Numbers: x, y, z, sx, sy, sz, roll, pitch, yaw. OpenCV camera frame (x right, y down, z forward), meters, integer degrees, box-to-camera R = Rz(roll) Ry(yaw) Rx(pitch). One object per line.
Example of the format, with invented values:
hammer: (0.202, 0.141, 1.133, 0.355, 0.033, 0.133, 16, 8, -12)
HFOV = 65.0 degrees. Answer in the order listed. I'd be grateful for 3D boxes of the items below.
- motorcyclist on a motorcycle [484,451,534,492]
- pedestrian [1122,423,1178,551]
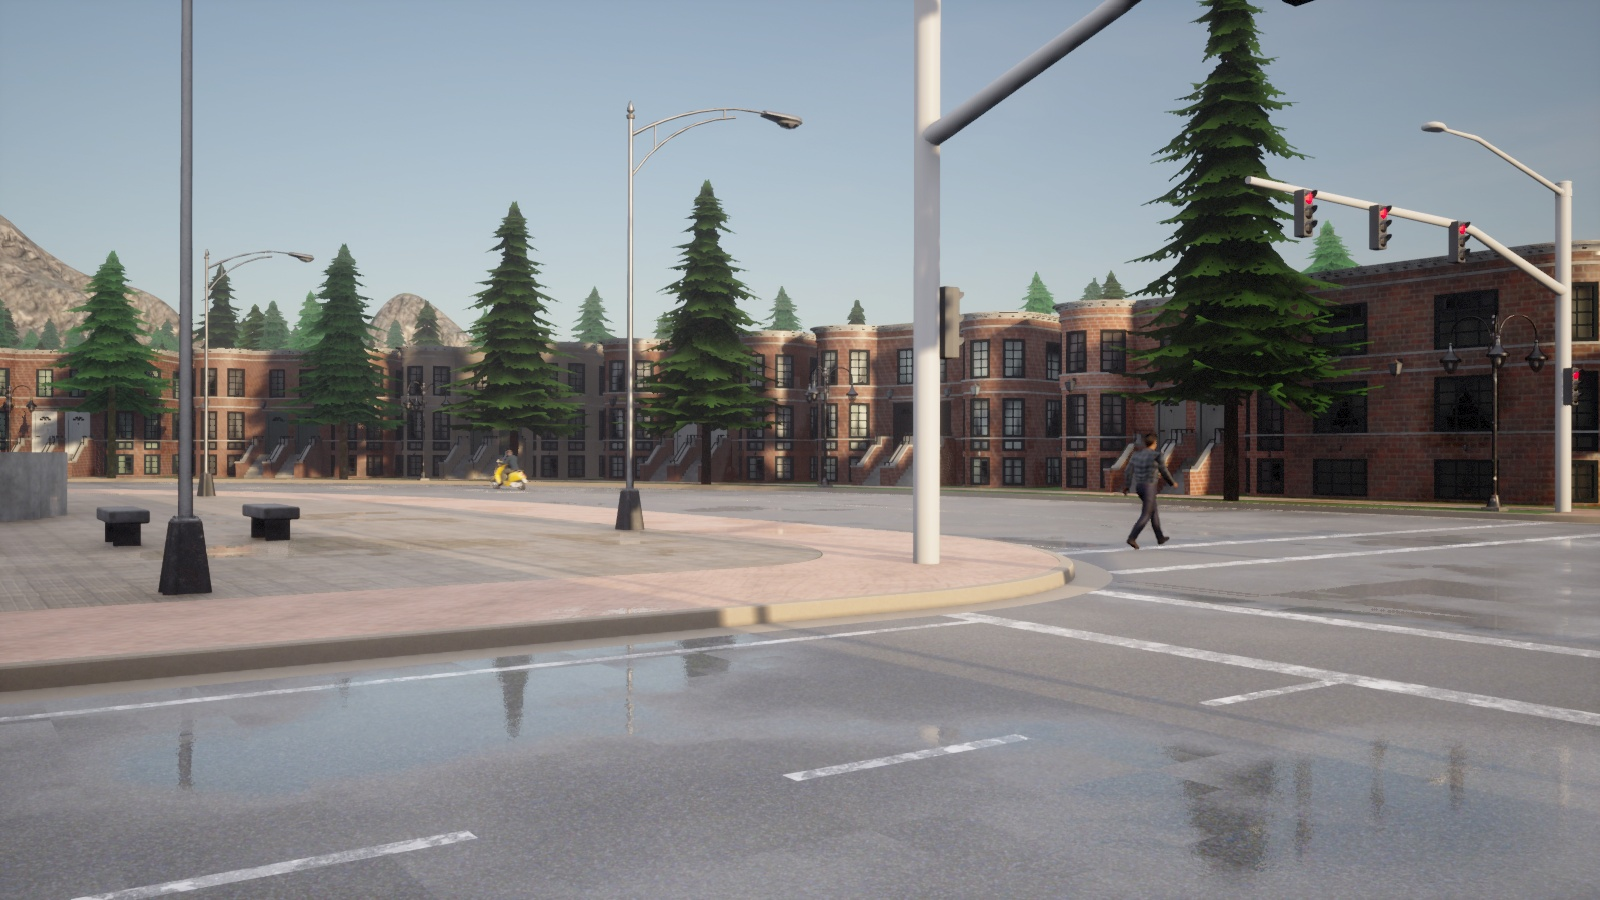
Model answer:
motorcyclist on a motorcycle: (-11.438, 0.843, 49.336, 1.817, 1.590, 0.866, 0, 0, 31)
pedestrian: (5.446, 0.570, 19.524, 0.788, 1.949, 0.423, 0, 0, -33)
